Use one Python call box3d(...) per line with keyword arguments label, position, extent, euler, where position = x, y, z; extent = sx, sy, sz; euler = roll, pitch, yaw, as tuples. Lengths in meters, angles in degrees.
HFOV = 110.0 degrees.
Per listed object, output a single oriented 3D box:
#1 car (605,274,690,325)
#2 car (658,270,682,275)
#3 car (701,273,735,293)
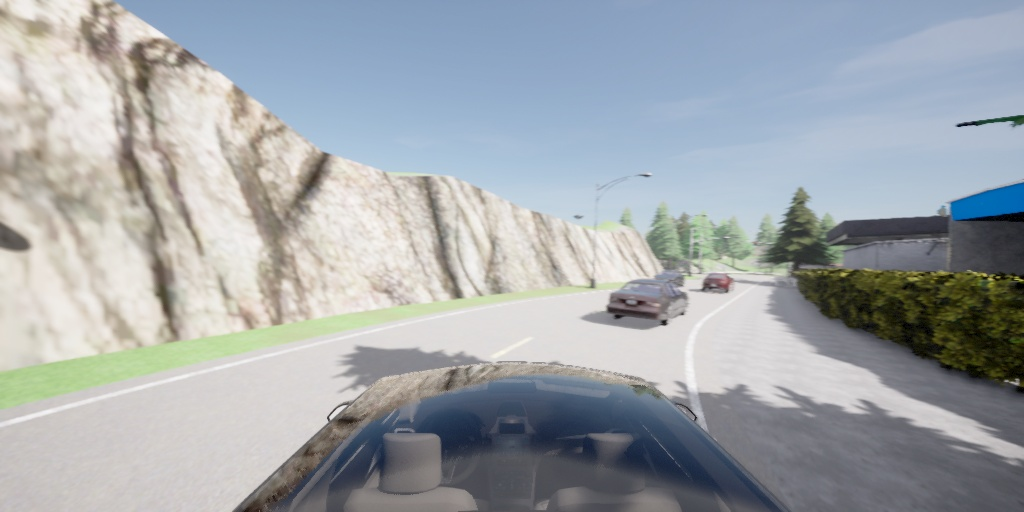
box3d(label="car", position=(5.143, 1.550, 13.179), extent=(2.033, 1.411, 5.357), euler=(3, 0, 35))
box3d(label="car", position=(13.483, 1.960, 30.755), extent=(2.033, 1.411, 5.357), euler=(3, 0, 37))
box3d(label="car", position=(16.346, 2.073, 28.413), extent=(1.812, 1.442, 4.674), euler=(3, 0, 37))
